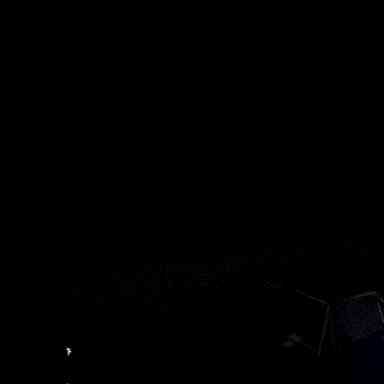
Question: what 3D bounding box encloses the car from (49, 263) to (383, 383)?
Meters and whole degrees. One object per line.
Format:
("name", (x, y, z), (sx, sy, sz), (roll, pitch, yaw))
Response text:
("car", (1.005, 1.631, 3.789), (4.718, 1.301, 1.895), (1, 0, -36))
